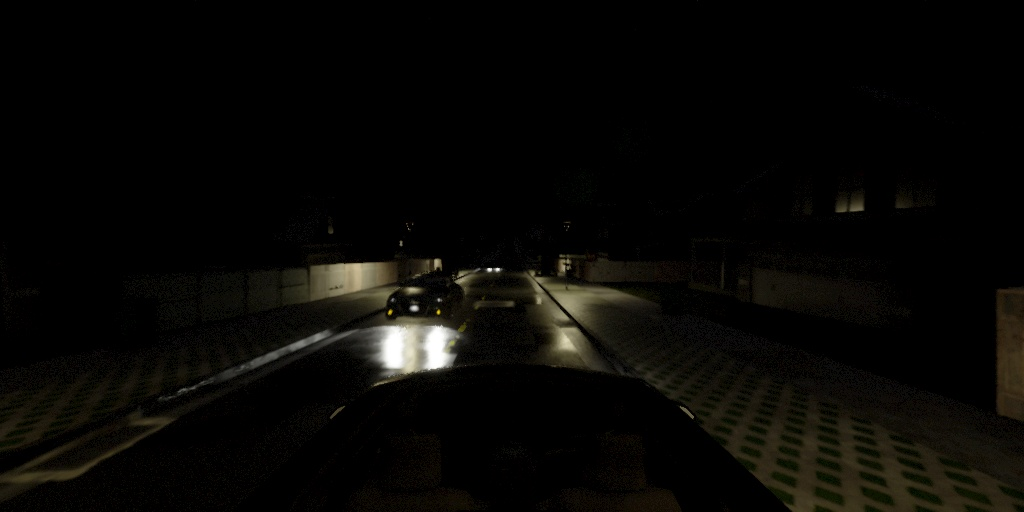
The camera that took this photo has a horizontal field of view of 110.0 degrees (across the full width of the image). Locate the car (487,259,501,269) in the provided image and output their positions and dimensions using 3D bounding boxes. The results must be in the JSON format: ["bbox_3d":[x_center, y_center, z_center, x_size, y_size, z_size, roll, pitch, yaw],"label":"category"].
[{"bbox_3d":[-2.808,1.221,55.491,1.994,1.385,4.181,0,0,0],"label":"car"}]

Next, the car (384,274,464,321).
[{"bbox_3d":[-2.850,1.326,12.432,1.994,1.385,4.181,0,0,0],"label":"car"}]
